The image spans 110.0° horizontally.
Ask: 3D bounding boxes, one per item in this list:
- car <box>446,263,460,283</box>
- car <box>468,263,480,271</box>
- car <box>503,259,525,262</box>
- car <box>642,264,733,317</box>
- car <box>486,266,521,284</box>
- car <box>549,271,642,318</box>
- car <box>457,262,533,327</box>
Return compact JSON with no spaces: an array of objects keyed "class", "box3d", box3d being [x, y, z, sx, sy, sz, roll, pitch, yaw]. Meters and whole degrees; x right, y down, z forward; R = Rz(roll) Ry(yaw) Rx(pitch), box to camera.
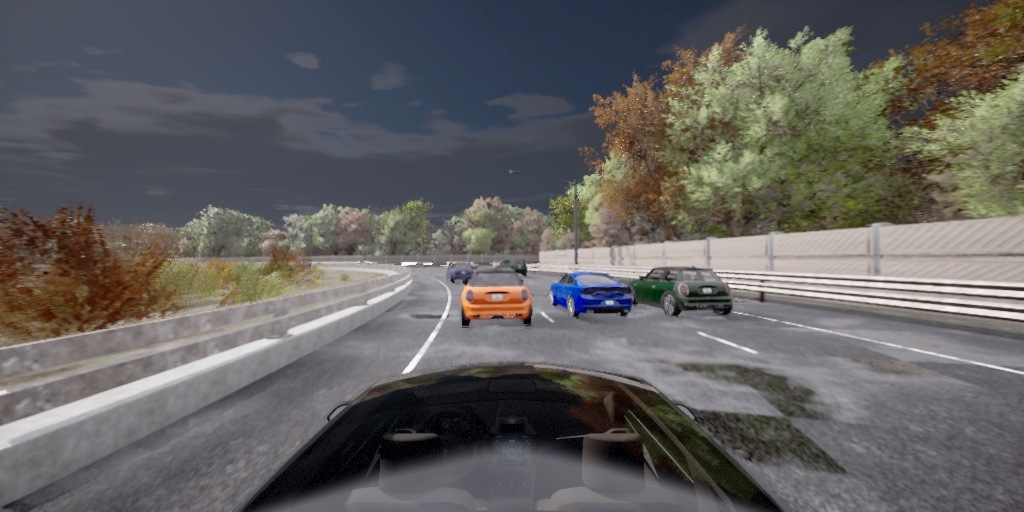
[{"class":"car","box3d":[-4.602,1.391,31.729,2.097,1.767,4.553,0,-1,-16]},{"class":"car","box3d":[-6.907,1.941,64.448,1.895,1.301,4.718,0,-1,-9]},{"class":"car","box3d":[-0.013,1.313,40.554,2.150,2.045,5.566,0,-1,-18]},{"class":"car","box3d":[6.138,1.174,13.836,2.097,1.767,4.553,0,-1,-7]},{"class":"car","box3d":[-0.827,1.578,31.217,1.994,1.385,4.181,0,-1,-16]},{"class":"car","box3d":[2.738,1.317,13.556,1.882,1.535,5.008,0,-1,-7]},{"class":"car","box3d":[-0.632,1.198,12.257,2.097,1.767,4.553,0,-1,-6]}]
